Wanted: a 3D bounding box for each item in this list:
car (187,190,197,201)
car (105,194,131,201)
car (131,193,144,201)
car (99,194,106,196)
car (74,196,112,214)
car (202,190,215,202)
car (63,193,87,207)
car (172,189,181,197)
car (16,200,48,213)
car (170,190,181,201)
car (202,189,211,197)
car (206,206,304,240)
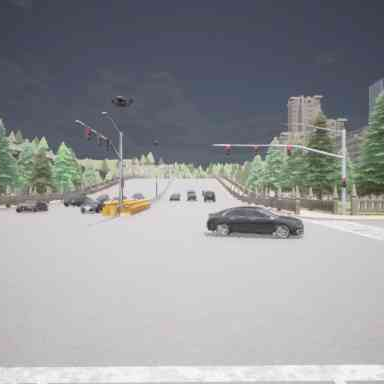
[{"bbox_3d":[-0.004,1.000,68.119,1.837,1.490,4.892,0,3,0],"label":"car"},{"bbox_3d":[-10.604,1.352,48.127,2.097,1.767,4.553,0,0,0],"label":"car"},{"bbox_3d":[-10.625,1.051,64.393,2.097,1.767,4.553,0,3,0],"label":"car"},{"bbox_3d":[-17.598,1.134,66.153,1.812,1.442,4.674,0,3,0],"label":"car"},{"bbox_3d":[-10.566,1.490,35.937,2.128,1.511,4.902,0,0,-1],"label":"car"},{"bbox_3d":[3.505,0.790,66.957,2.150,2.045,5.566,0,4,0],"label":"car"},{"bbox_3d":[-17.599,1.218,50.668,2.150,2.045,5.566,0,1,0],"label":"car"},{"bbox_3d":[-3.660,0.229,78.515,1.895,1.301,4.718,0,7,0],"label":"car"},{"bbox_3d":[-17.597,1.563,36.731,1.994,1.385,4.181,0,0,0],"label":"car"},{"bbox_3d":[-3.509,1.035,68.504,1.994,1.385,4.181,0,4,0],"label":"car"},{"bbox_3d":[3.343,0.217,77.988,1.812,1.442,4.674,0,7,0],"label":"car"},{"bbox_3d":[3.134,1.505,16.965,4.892,1.490,1.837,0,1,17],"label":"car"}]
